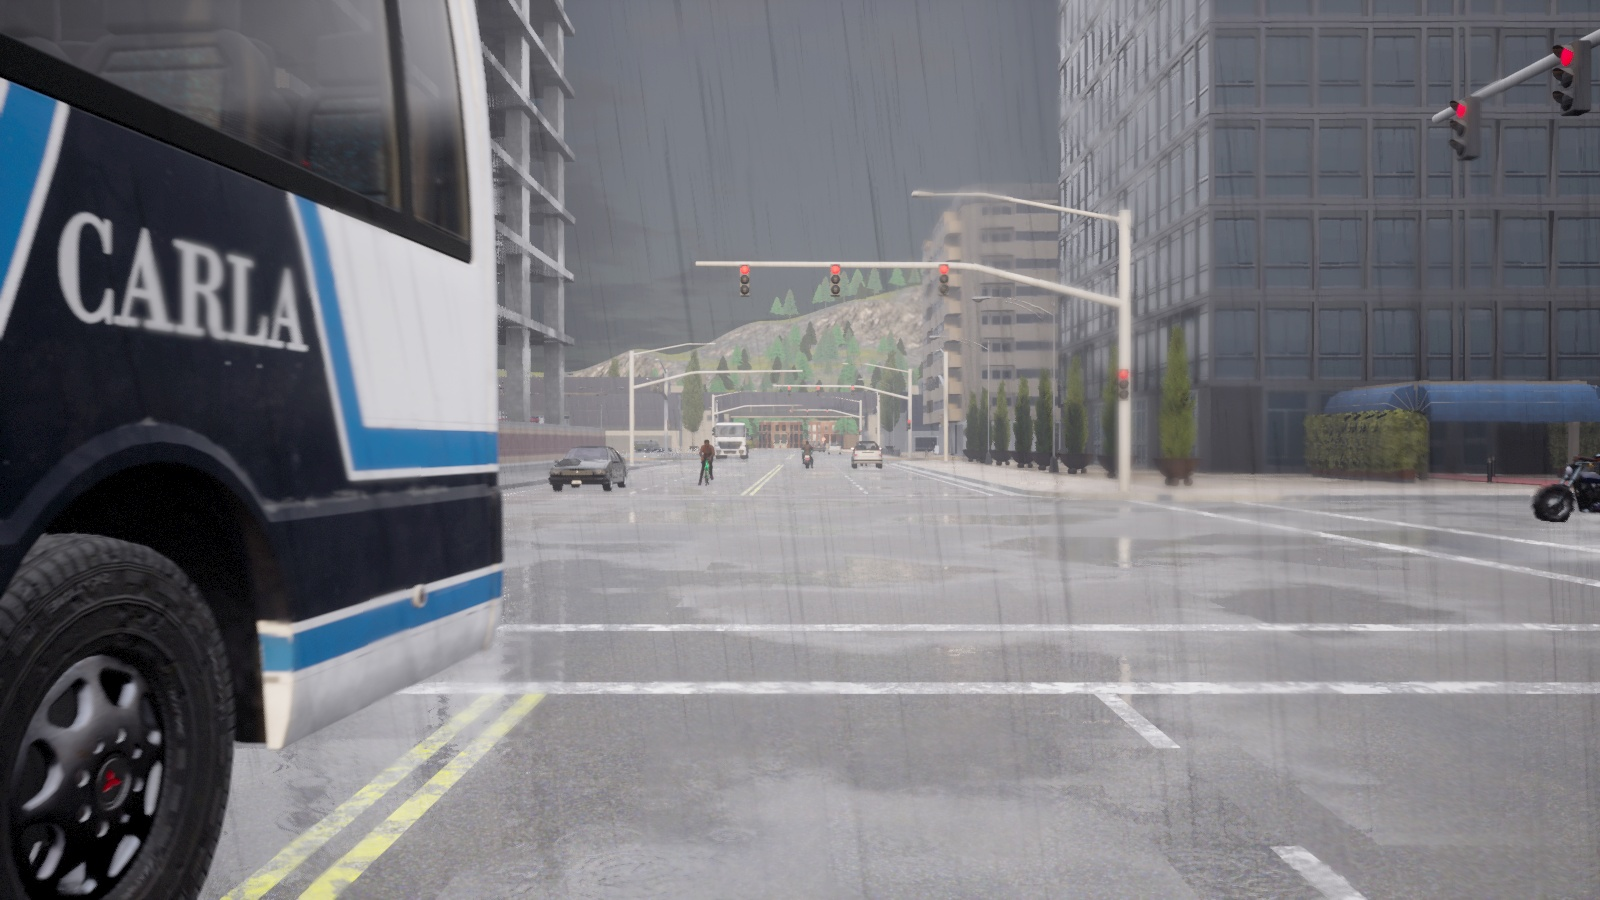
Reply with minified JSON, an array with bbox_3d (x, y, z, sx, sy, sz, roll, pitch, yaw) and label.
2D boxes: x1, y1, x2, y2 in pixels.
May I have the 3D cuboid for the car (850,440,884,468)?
[{"bbox_3d":[3.927,0.229,74.133,1.851,1.617,3.988,0,0,1],"label":"car"}]

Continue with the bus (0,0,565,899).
[{"bbox_3d":[-3.473,-0.636,0.653,3.944,4.253,10.273,0,0,5],"label":"bus"}]

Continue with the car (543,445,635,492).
[{"bbox_3d":[-6.757,0.558,40.770,2.033,1.411,5.357,0,0,0],"label":"car"}]

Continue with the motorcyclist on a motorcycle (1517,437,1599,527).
[{"bbox_3d":[14.706,0.577,23.303,2.350,1.649,0.766,0,0,0],"label":"motorcyclist on a motorcycle"}]
